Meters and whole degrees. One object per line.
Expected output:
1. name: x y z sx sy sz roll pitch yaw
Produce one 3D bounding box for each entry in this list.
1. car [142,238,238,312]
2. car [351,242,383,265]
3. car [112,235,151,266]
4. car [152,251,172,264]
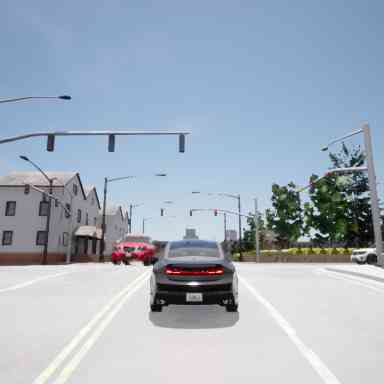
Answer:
1. car: 0.045 1.985 8.590 1.837 1.490 4.892 0 -7 0
2. car: 16.792 5.315 28.834 5.566 2.045 2.150 0 -12 1
3. car: -3.661 3.823 21.914 2.150 2.045 5.566 0 -12 0
4. car: -3.728 8.389 42.289 2.128 1.511 4.902 0 -12 0
